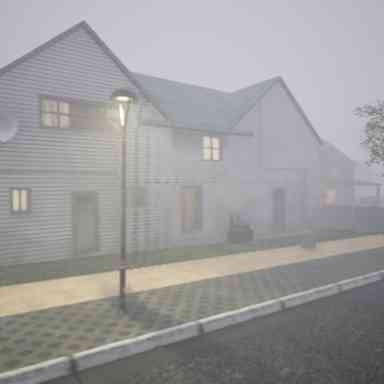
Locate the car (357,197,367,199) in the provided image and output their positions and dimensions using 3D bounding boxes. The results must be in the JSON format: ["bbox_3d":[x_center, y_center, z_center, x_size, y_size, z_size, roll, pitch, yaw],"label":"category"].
[{"bbox_3d":[24.173,1.474,47.701,2.128,1.511,4.902,-1,2,-37],"label":"car"}]
